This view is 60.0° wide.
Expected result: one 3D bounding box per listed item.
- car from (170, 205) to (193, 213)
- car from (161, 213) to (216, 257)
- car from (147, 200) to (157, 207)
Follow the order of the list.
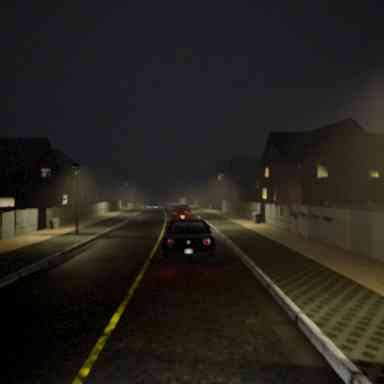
[{"bbox_3d":[-0.892,1.830,28.839,1.812,1.442,4.674,0,0,-4],"label":"car"},{"bbox_3d":[-0.172,1.737,13.468,1.895,1.301,4.718,0,-1,-2],"label":"car"},{"bbox_3d":[-8.421,2.385,70.641,1.812,1.442,4.674,0,-1,-9],"label":"car"}]
